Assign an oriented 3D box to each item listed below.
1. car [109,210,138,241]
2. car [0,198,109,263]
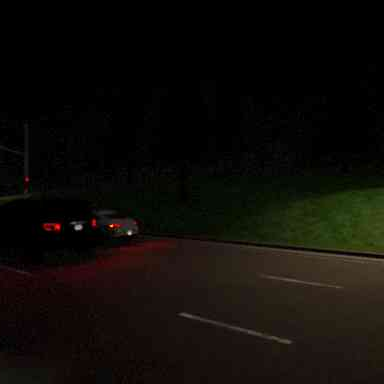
[{"bbox_3d":[-4.590,1.572,15.833,4.674,1.442,1.812,0,0,36],"label":"car"},{"bbox_3d":[-5.873,1.263,12.440,5.566,2.045,2.150,0,0,36],"label":"car"}]
